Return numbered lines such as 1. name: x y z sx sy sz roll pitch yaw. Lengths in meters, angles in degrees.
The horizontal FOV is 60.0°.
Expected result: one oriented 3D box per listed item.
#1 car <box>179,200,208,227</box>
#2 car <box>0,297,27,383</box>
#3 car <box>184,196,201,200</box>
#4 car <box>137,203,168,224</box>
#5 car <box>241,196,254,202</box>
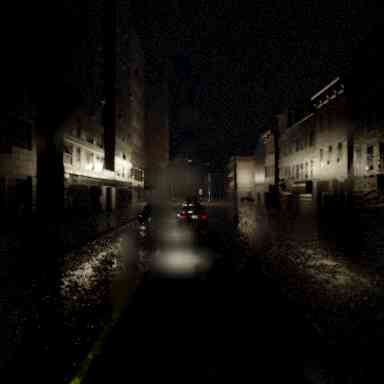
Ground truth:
1. car: 0.096 1.535 22.381 2.033 1.411 5.357 0 0 0
2. car: -2.849 1.546 1.552 2.033 1.411 5.357 0 0 0
3. car: 0.089 1.326 43.900 2.097 1.767 4.553 0 0 0
4. car: -2.820 1.533 25.218 2.033 1.411 5.357 0 0 0
5. car: 13.201 1.649 75.640 4.313 1.339 1.947 0 -1 0
